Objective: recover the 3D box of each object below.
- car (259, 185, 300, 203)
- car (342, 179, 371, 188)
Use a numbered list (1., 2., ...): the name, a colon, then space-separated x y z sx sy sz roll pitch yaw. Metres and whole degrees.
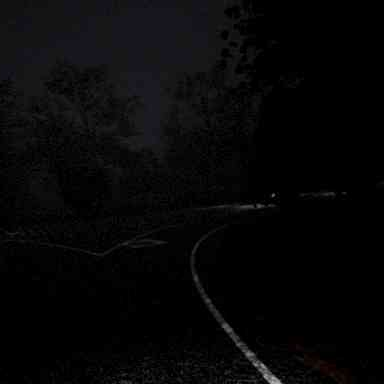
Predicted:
1. car: 9.306 0.171 35.491 4.553 1.767 2.097 -6 3 -33
2. car: 20.365 -1.205 42.085 4.553 1.767 2.097 -8 3 -27
